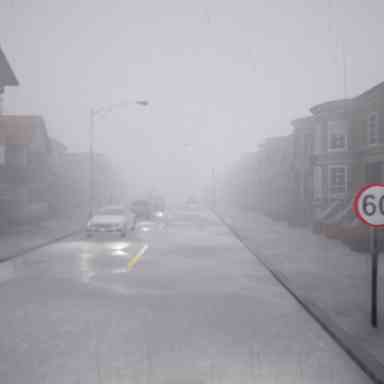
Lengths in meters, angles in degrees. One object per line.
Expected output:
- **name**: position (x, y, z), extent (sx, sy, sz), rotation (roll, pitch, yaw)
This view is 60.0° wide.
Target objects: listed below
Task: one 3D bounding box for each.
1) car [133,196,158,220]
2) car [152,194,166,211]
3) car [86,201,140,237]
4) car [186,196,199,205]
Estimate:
- **car**: position (-4.075, 1.361, 26.574), extent (1.837, 1.490, 4.892), rotation (0, 0, 0)
- **car**: position (-4.042, 1.155, 36.365), extent (2.097, 1.767, 4.553), rotation (0, 0, 0)
- **car**: position (-4.088, 1.431, 17.388), extent (1.812, 1.442, 4.674), rotation (0, 0, -1)
- **car**: position (0.040, 1.266, 52.036), extent (2.033, 1.411, 5.357), rotation (0, 0, 0)
